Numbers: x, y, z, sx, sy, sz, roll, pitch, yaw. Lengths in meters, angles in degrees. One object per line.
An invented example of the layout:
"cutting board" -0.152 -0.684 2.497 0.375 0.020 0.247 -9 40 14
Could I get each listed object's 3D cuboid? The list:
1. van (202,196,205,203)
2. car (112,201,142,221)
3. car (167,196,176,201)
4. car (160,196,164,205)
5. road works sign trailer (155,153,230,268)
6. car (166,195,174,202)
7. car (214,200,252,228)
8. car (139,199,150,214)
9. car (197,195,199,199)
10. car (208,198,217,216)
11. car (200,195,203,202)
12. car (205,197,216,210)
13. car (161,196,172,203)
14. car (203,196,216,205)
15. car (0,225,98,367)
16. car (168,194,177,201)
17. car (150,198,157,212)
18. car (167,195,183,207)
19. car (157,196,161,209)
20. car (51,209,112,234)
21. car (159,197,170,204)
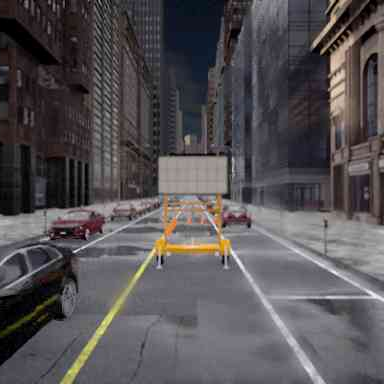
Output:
"van" 2.887 1.476 50.632 1.690 1.788 3.998 0 0 0
"car" -5.693 1.656 28.236 1.802 1.307 4.206 0 0 0
"car" -5.545 1.808 89.855 1.947 1.339 4.313 0 0 0
"car" -5.639 1.680 50.644 1.887 1.381 4.507 0 0 0
"road works sign trailer" 0.027 0.494 11.311 2.380 3.560 2.880 0 0 0
"car" -5.558 1.667 84.254 1.967 1.590 4.097 0 0 0
"car" 2.820 1.500 22.621 1.967 1.590 4.097 0 0 0
"car" -5.679 1.614 33.668 1.752 1.417 4.829 0 0 0
"car" 2.967 1.772 84.245 1.887 1.381 4.507 0 0 0
"car" 2.847 1.615 33.996 1.752 1.417 4.829 0 0 0
"car" 2.913 1.710 61.837 1.887 1.381 4.507 0 0 0
"car" 2.860 1.649 39.428 1.887 1.381 4.507 0 0 0
"car" -5.585 1.636 73.051 1.967 1.590 4.097 0 0 0
"car" 2.873 1.665 45.030 1.887 1.381 4.507 0 0 0
"car" -3.090 1.503 4.548 2.128 1.511 4.902 0 0 0
"car" -5.530 1.574 95.458 2.192 1.841 5.009 0 0 0
"car" -5.665 1.545 39.440 1.967 1.590 4.097 0 0 0
"car" -2.874 1.693 54.399 2.033 1.411 5.357 0 0 0
"car" -5.652 1.664 45.041 1.887 1.381 4.507 0 0 0
"car" -5.720 1.589 17.033 1.887 1.381 4.507 0 0 0
"car" -5.599 1.763 67.448 1.802 1.307 4.206 0 0 0
